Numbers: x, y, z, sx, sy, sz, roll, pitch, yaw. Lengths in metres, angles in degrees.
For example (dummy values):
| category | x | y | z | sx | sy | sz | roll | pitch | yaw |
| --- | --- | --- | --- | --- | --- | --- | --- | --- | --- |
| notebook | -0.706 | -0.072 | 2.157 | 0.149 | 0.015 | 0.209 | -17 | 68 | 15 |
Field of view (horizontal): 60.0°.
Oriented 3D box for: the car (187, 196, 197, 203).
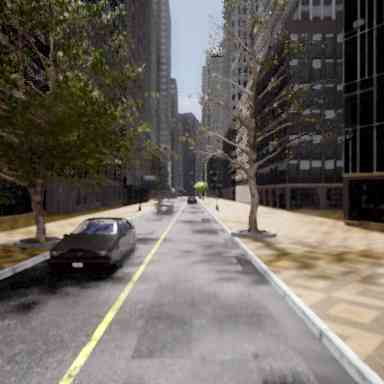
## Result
| category | x | y | z | sx | sy | sz | roll | pitch | yaw |
| --- | --- | --- | --- | --- | --- | --- | --- | --- | --- |
| car | 0.007 | 1.793 | 80.195 | 2.128 | 1.511 | 4.902 | 0 | 0 | 0 |

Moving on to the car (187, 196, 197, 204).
| category | x | y | z | sx | sy | sz | roll | pitch | yaw |
| --- | --- | --- | --- | --- | --- | --- | --- | --- | --- |
| car | 0.006 | 1.666 | 70.136 | 2.097 | 1.767 | 4.553 | 0 | 0 | 0 |

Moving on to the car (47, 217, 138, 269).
| category | x | y | z | sx | sy | sz | roll | pitch | yaw |
| --- | --- | --- | --- | --- | --- | --- | --- | --- | --- |
| car | -3.096 | 1.590 | 11.604 | 2.033 | 1.411 | 5.357 | 0 | 0 | -1 |

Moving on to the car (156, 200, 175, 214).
| category | x | y | z | sx | sy | sz | roll | pitch | yaw |
| --- | --- | --- | --- | --- | --- | --- | --- | --- | --- |
| car | -2.998 | 1.659 | 37.987 | 2.128 | 1.511 | 4.902 | 0 | 0 | 0 |
